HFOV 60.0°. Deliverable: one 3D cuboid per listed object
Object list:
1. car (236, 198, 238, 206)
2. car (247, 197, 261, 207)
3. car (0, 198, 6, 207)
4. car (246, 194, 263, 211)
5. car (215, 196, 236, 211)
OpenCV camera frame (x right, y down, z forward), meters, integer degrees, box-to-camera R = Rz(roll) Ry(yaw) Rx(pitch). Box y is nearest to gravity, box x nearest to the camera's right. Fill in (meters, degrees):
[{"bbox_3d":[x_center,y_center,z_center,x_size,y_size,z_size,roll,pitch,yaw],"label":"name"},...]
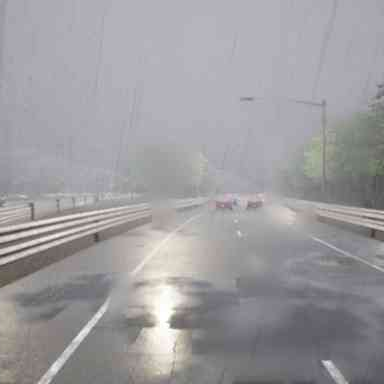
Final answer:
[{"bbox_3d":[6.159,1.363,52.108,1.882,1.535,5.008,0,0,11],"label":"car"},{"bbox_3d":[9.410,1.443,50.515,2.033,1.411,5.357,0,0,10],"label":"car"},{"bbox_3d":[-23.663,1.149,39.018,2.097,1.767,4.553,0,0,-10],"label":"car"},{"bbox_3d":[7.459,1.388,39.666,1.882,1.535,5.008,0,0,10],"label":"car"},{"bbox_3d":[3.890,1.381,39.590,1.882,1.535,5.008,0,0,10],"label":"car"}]
